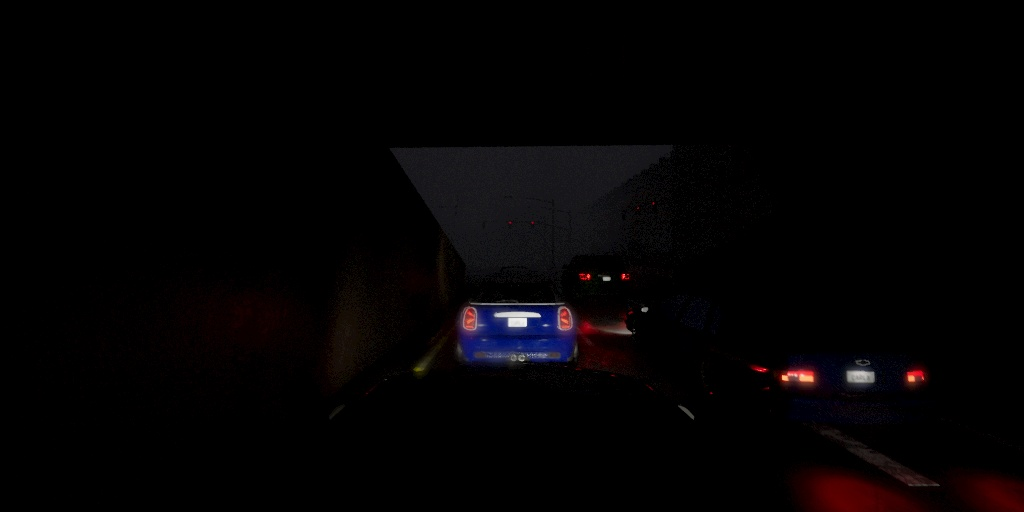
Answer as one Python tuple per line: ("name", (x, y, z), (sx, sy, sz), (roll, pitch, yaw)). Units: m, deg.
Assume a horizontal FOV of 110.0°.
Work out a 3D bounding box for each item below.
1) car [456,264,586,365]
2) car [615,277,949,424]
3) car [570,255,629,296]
("car", (0.108, 1.102, 7.984), (2.097, 1.767, 4.553), (0, 0, 0))
("car", (3.612, 1.297, 6.212), (2.033, 1.411, 5.357), (0, 0, 0))
("car", (3.649, 0.971, 16.458), (2.150, 2.045, 5.566), (0, 0, 0))
